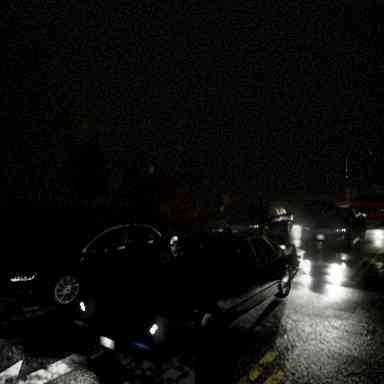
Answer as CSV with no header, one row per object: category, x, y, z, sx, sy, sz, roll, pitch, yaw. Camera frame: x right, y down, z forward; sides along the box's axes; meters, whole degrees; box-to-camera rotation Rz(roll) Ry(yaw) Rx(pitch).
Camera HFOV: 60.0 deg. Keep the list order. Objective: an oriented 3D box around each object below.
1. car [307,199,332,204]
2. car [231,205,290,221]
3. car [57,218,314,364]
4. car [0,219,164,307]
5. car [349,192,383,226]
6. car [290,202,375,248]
car,9.172,1.318,23.985,1.882,1.535,5.008,0,0,36
car,3.300,1.404,15.878,2.128,1.511,4.902,0,0,36
car,0.468,1.518,6.414,2.033,1.411,5.357,0,0,36
car,-2.291,1.486,8.143,1.837,1.490,4.892,0,0,36
car,12.192,1.049,22.618,2.150,2.045,5.566,0,0,36
car,6.226,1.392,14.381,2.128,1.511,4.902,0,0,36
